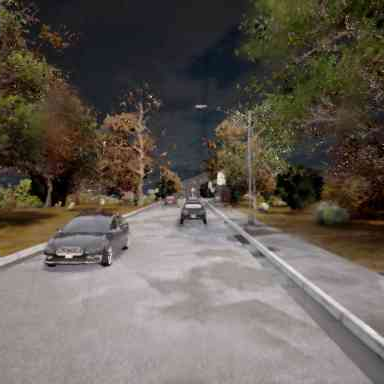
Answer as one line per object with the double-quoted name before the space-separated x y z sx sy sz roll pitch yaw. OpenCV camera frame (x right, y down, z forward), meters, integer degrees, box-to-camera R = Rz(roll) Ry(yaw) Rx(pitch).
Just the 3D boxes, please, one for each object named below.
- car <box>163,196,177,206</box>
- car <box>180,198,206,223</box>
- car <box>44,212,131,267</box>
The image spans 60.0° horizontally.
"car" -3.307 1.338 51.651 1.812 1.442 4.674 0 0 0
"car" 0.093 1.460 24.738 1.812 1.442 4.674 0 0 0
"car" -3.347 1.494 11.476 1.837 1.490 4.892 0 0 0
